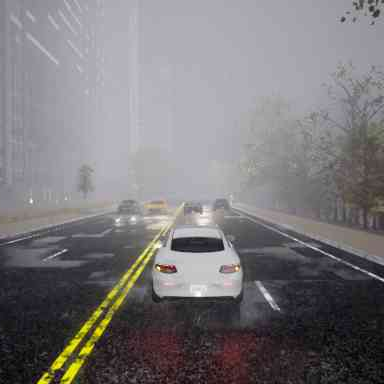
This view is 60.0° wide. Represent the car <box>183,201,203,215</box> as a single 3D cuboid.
[{"bbox_3d":[0.116,1.598,33.837,1.895,1.301,4.718,0,0,0],"label":"car"}]

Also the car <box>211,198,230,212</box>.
[{"bbox_3d":[3.368,1.502,39.413,1.837,1.490,4.892,0,0,0],"label":"car"}]

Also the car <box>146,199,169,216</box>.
[{"bbox_3d":[-3.312,1.475,32.467,1.882,1.535,5.008,0,0,0],"label":"car"}]

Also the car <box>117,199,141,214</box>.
[{"bbox_3d":[-6.547,1.504,34.829,1.837,1.490,4.892,0,-1,0],"label":"car"}]

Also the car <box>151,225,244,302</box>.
[{"bbox_3d":[0.103,1.525,8.112,1.812,1.442,4.674,0,0,0],"label":"car"}]
